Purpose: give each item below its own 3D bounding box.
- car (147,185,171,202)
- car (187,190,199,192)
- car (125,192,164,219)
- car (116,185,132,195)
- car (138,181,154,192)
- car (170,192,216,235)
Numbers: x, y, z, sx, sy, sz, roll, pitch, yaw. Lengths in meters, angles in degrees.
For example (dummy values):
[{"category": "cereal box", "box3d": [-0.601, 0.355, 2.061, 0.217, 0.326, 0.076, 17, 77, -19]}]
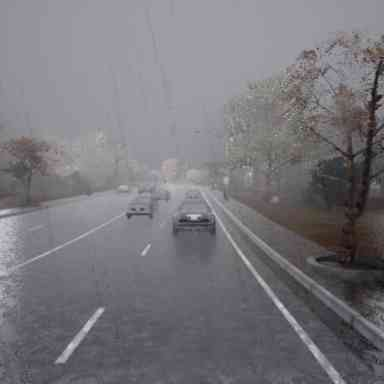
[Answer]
[{"category": "car", "box3d": [-3.441, 0.350, 37.968, 2.033, 1.411, 5.357, 0, 3, 1]}, {"category": "car", "box3d": [0.110, 0.461, 35.745, 2.033, 1.411, 5.357, 0, 3, 0]}, {"category": "car", "box3d": [-3.482, 1.044, 24.013, 2.033, 1.411, 5.357, 0, 3, 0]}, {"category": "car", "box3d": [-10.549, -0.365, 51.899, 1.812, 1.442, 4.674, 0, 3, 0]}, {"category": "car", "box3d": [-7.047, -0.675, 51.988, 2.150, 2.045, 5.566, 0, 3, 0]}, {"category": "car", "box3d": [0.105, 1.151, 17.703, 2.097, 1.767, 4.553, 0, 2, 0]}]
